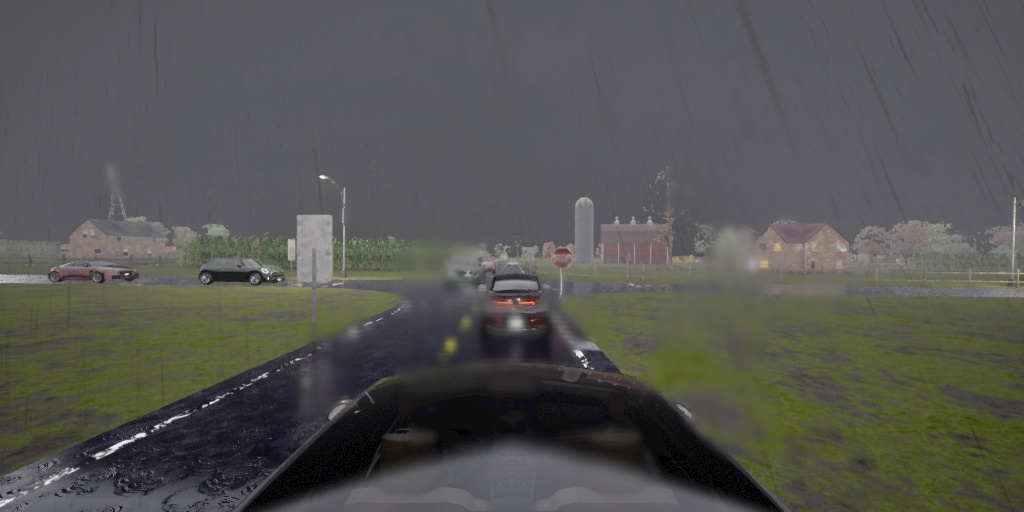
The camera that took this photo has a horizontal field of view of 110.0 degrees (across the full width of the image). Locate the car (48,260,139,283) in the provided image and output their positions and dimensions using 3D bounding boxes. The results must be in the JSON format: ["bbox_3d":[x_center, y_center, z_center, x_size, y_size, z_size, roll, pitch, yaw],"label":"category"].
[{"bbox_3d":[-26.691,0.963,22.970,4.181,1.385,1.994,1,1,0],"label":"car"}]

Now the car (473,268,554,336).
[{"bbox_3d":[0.106,1.255,10.383,1.837,1.490,4.892,0,0,0],"label":"car"}]

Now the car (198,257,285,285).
[{"bbox_3d":[-17.166,0.892,22.993,4.553,1.767,2.097,1,1,0],"label":"car"}]

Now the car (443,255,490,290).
[{"bbox_3d":[-2.818,0.961,22.597,2.150,2.045,5.566,0,0,0],"label":"car"}]

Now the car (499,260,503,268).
[{"bbox_3d":[-2.793,1.283,56.349,2.128,1.511,4.902,0,0,0],"label":"car"}]

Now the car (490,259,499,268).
[{"bbox_3d":[-2.819,1.248,41.547,1.882,1.535,5.008,0,0,0],"label":"car"}]
